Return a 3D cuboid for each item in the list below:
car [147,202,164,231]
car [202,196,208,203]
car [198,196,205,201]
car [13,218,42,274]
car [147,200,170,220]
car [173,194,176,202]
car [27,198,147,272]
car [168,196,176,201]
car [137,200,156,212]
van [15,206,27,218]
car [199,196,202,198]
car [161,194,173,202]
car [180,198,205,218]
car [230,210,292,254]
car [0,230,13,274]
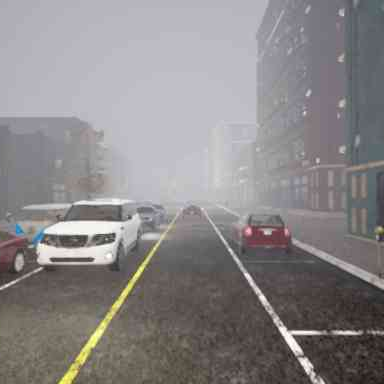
[{"bbox_3d":[-3.083,1.592,21.393,1.812,1.442,4.674,0,0,0],"label":"car"},{"bbox_3d":[2.718,1.768,76.525,1.752,1.417,4.829,1,0,0],"label":"car"},{"bbox_3d":[2.721,1.883,93.415,1.802,1.307,4.206,1,0,0],"label":"car"},{"bbox_3d":[-5.676,1.570,8.055,1.887,1.381,4.507,1,0,0],"label":"car"},{"bbox_3d":[-2.996,1.650,26.431,1.812,1.442,4.674,0,0,0],"label":"car"},{"bbox_3d":[-5.661,1.828,81.983,1.947,1.339,4.313,1,0,0],"label":"car"},{"bbox_3d":[-3.088,1.257,11.299,2.150,2.045,5.566,0,0,0],"label":"car"},{"bbox_3d":[-5.659,1.867,93.356,1.947,1.339,4.313,1,0,0],"label":"car"},{"bbox_3d":[-5.669,1.714,42.176,1.802,1.307,4.206,1,0,0],"label":"car"},{"bbox_3d":[-5.670,1.384,13.744,1.690,1.788,3.998,1,0,0],"label":"van"},{"bbox_3d":[0.054,1.647,45.014,1.837,1.490,4.892,0,0,1],"label":"car"},{"bbox_3d":[-5.661,1.664,70.609,1.967,1.590,4.097,1,0,0],"label":"car"},{"bbox_3d":[0.012,1.623,31.183,1.812,1.442,4.674,0,0,0],"label":"car"},{"bbox_3d":[2.707,1.483,13.802,1.967,1.590,4.097,1,0,0],"label":"car"},{"bbox_3d":[-3.090,1.225,0.926,2.150,2.045,5.566,0,0,0],"label":"car"}]
